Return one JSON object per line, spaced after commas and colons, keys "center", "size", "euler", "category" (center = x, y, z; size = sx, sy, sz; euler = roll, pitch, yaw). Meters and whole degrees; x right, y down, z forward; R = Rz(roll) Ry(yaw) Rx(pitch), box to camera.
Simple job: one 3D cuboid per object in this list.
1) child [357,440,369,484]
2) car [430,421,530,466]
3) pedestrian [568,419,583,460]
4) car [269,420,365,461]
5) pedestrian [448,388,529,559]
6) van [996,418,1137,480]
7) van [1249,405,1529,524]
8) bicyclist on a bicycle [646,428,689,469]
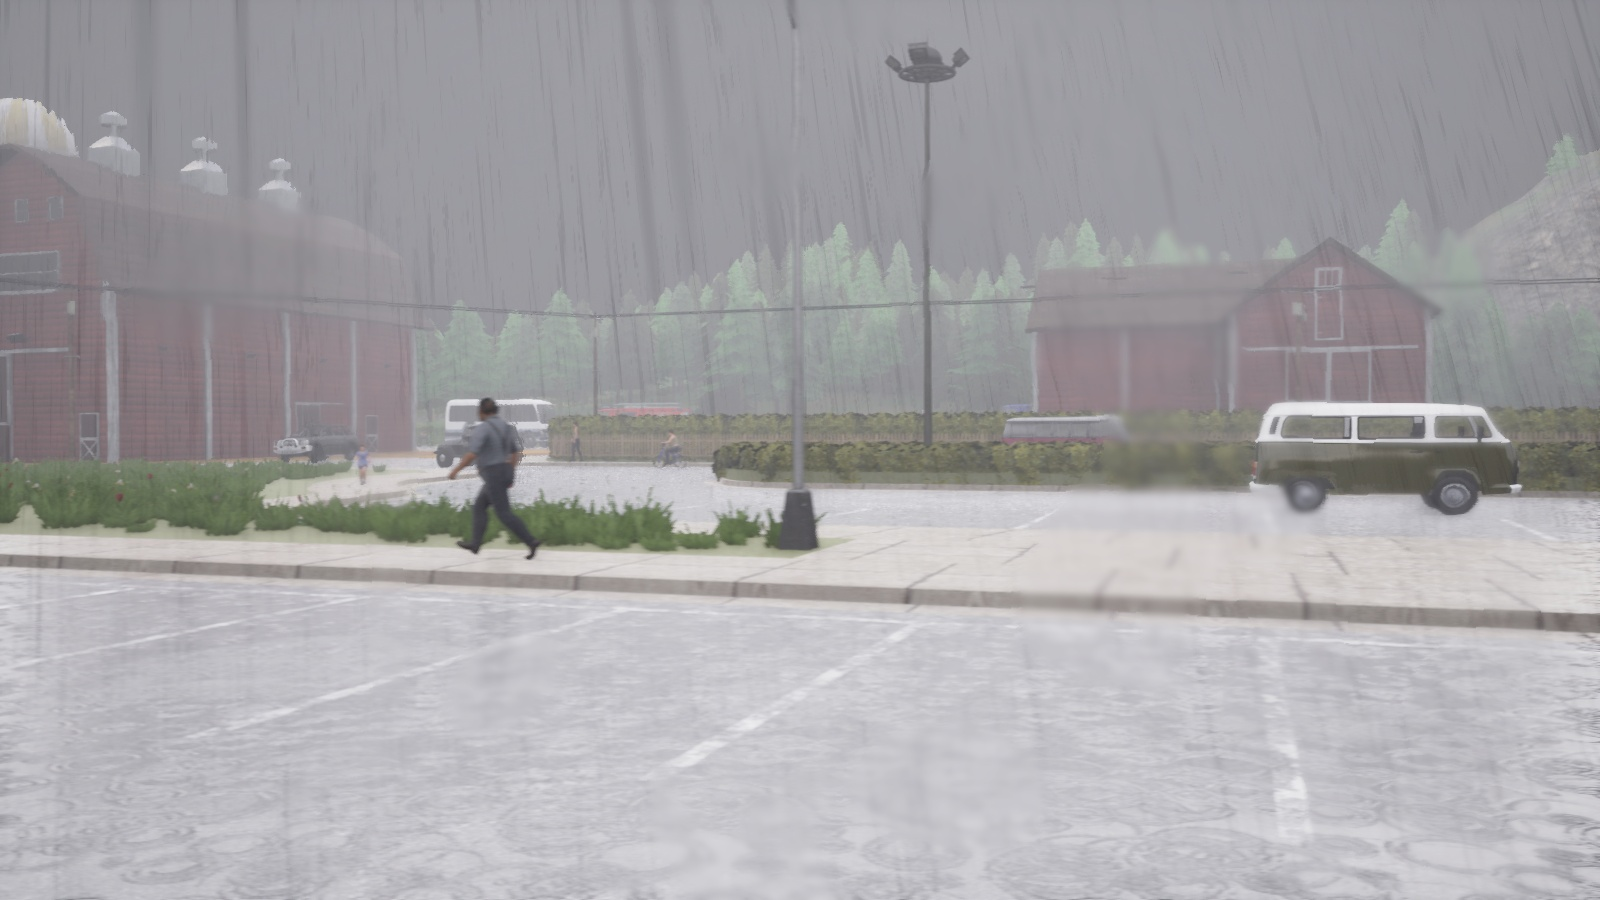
{"center": [-11.270, 0.301, 32.394], "size": [0.255, 1.110, 0.394], "euler": [0, 1, -11], "category": "child"}
{"center": [-13.764, -0.296, 54.042], "size": [3.866, 1.878, 1.905], "euler": [1, 1, 25], "category": "car"}
{"center": [-10.129, -0.464, 56.655], "size": [0.594, 1.836, 0.345], "euler": [1, 1, 19], "category": "pedestrian"}
{"center": [-23.012, -0.492, 59.994], "size": [1.932, 1.855, 4.605], "euler": [-1, 1, 15], "category": "car"}
{"center": [-3.449, 0.246, 13.925], "size": [0.694, 1.848, 0.540], "euler": [0, 1, 16], "category": "pedestrian"}
{"center": [8.956, -0.062, 42.176], "size": [4.442, 1.987, 1.775], "euler": [1, 1, 19], "category": "van"}
{"center": [10.710, 0.218, 23.236], "size": [4.480, 2.038, 2.069], "euler": [1, 1, 19], "category": "van"}
{"center": [-5.365, -0.072, 50.900], "size": [1.509, 1.612, 0.866], "euler": [1, 1, 20], "category": "bicyclist on a bicycle"}
